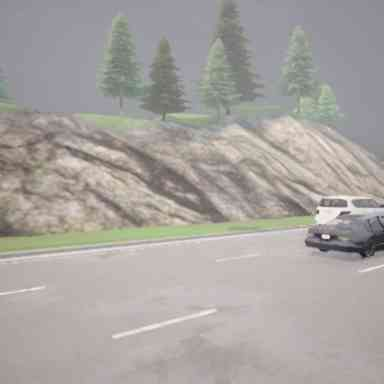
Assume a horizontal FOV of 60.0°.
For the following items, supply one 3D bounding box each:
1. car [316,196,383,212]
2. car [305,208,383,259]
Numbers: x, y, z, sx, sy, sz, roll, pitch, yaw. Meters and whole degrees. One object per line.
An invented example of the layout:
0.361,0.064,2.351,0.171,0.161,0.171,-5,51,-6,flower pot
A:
9.380,1.247,19.044,5.566,2.045,2.150,0,0,-36,car
6.583,1.564,12.740,5.357,1.411,2.033,0,0,-35,car
